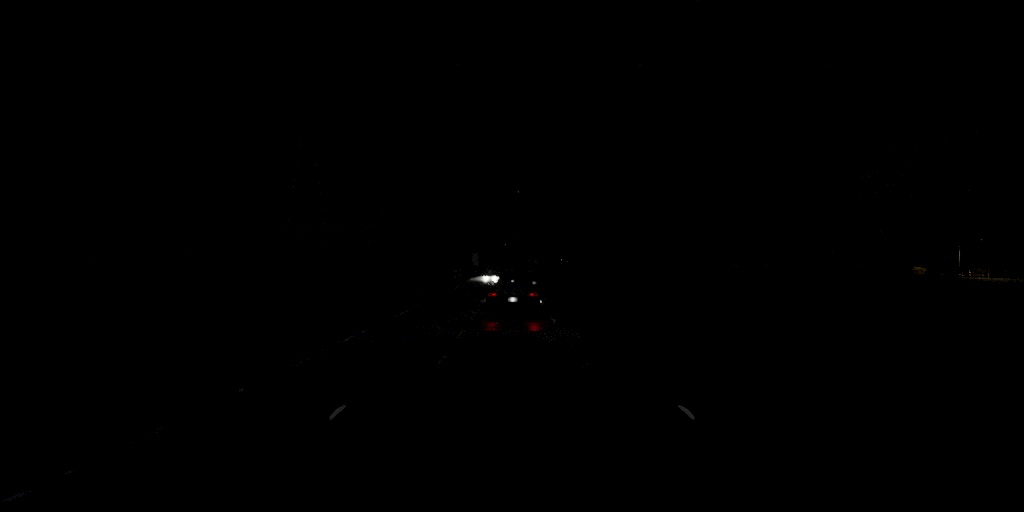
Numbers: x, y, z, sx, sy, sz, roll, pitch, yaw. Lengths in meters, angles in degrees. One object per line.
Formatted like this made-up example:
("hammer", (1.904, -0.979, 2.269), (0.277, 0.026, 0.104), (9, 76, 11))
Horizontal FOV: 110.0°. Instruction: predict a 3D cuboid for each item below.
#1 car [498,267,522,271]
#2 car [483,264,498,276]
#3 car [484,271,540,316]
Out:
("car", (0.049, 1.629, 29.205), (1.837, 1.490, 4.892), (0, 0, 1))
("car", (-2.790, 1.872, 47.951), (2.128, 1.511, 4.902), (0, -1, 1))
("car", (0.047, 1.484, 14.279), (1.994, 1.385, 4.181), (0, -1, 1))
